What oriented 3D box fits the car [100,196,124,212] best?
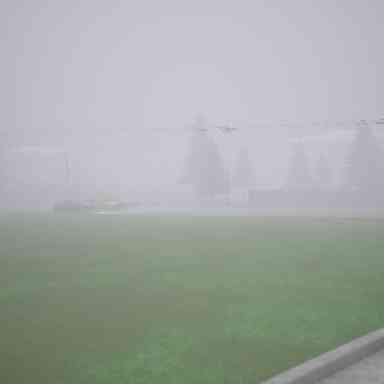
[{"bbox_3d":[-11.054,1.463,38.994,5.008,1.535,1.882,0,0,12],"label":"car"}]

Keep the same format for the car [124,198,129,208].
[{"bbox_3d":[-11.179,1.477,42.598,4.902,1.511,2.128,0,0,12],"label":"car"}]

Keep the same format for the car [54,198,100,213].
[{"bbox_3d":[-12.606,1.551,35.746,4.181,1.385,1.994,0,0,12],"label":"car"}]

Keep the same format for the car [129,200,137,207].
[{"bbox_3d":[-10.556,1.334,46.044,4.553,1.767,2.097,0,0,12],"label":"car"}]

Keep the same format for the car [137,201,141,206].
[{"bbox_3d":[-10.146,1.583,49.535,4.718,1.301,1.895,0,0,12],"label":"car"}]
